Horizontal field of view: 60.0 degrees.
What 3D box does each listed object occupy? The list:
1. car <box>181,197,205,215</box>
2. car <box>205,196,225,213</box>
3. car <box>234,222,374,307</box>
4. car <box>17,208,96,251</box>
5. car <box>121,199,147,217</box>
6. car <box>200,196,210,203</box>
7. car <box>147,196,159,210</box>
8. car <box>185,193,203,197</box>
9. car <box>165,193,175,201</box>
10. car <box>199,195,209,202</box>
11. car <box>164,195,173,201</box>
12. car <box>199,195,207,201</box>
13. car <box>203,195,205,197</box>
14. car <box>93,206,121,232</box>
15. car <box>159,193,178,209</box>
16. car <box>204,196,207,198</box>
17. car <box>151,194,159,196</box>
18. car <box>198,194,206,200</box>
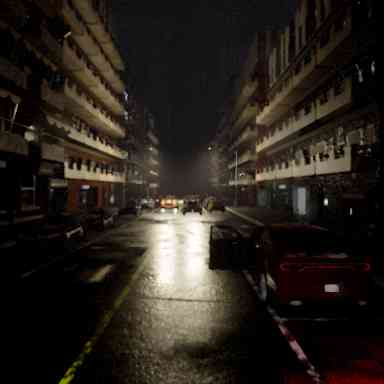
[{"bbox_3d":[0.059,1.510,33.174,1.812,1.442,4.674,0,0,0],"label":"car"},{"bbox_3d":[2.684,1.507,36.645,1.752,1.417,4.829,-1,0,0],"label":"car"},{"bbox_3d":[2.362,1.473,8.096,1.882,1.535,5.008,0,0,0],"label":"car"},{"bbox_3d":[-5.698,1.576,14.096,1.802,1.307,4.206,-1,0,0],"label":"car"},{"bbox_3d":[-5.696,1.537,30.903,2.008,1.369,4.403,-1,0,0],"label":"car"},{"bbox_3d":[2.689,1.535,70.087,1.947,1.339,4.313,-1,0,0],"label":"car"},{"bbox_3d":[-5.695,1.532,42.106,2.008,1.369,4.403,-1,0,0],"label":"car"},{"bbox_3d":[0.028,1.198,45.816,2.150,2.045,5.566,0,0,0],"label":"car"},{"bbox_3d":[-5.693,1.281,86.923,2.192,1.841,5.009,-1,0,0],"label":"car"},{"bbox_3d":[2.689,1.518,75.690,2.008,1.369,4.403,-1,0,0],"label":"car"},{"bbox_3d":[-5.690,1.518,81.320,2.008,1.369,4.403,-1,0,0],"label":"car"},{"bbox_3d":[2.690,1.491,81.461,1.752,1.417,4.829,-1,0,0],"label":"car"},{"bbox_3d":[2.684,1.417,47.679,1.967,1.590,4.097,-1,0,0],"label":"car"},{"bbox_3d":[-5.697,1.574,19.698,1.802,1.307,4.206,-1,0,0],"label":"car"},{"bbox_3d":[-3.012,1.330,45.309,2.097,1.767,4.553,0,0,0],"label":"car"},{"bbox_3d":[2.686,1.545,42.077,1.947,1.339,4.313,-1,0,0],"label":"car"},{"bbox_3d":[-5.697,1.292,53.310,2.192,1.841,5.009,-1,0,0],"label":"car"},{"bbox_3d":[2.690,1.402,92.495,1.967,1.590,4.097,-1,0,0],"label":"car"}]
